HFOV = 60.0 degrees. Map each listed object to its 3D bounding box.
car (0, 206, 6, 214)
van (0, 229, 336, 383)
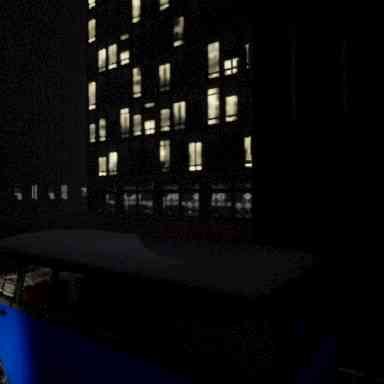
[{"bbox_3d":[-20.454,1.581,31.543,1.895,1.301,4.718,0,0,37],"label":"car"},{"bbox_3d":[-0.665,1.350,3.353,3.998,1.788,1.690,0,0,36],"label":"van"}]
